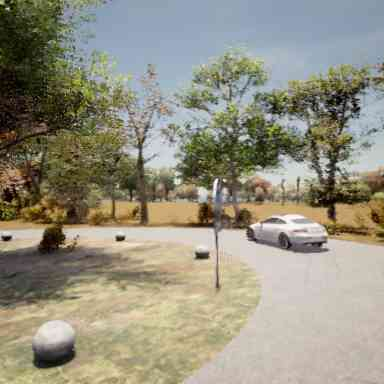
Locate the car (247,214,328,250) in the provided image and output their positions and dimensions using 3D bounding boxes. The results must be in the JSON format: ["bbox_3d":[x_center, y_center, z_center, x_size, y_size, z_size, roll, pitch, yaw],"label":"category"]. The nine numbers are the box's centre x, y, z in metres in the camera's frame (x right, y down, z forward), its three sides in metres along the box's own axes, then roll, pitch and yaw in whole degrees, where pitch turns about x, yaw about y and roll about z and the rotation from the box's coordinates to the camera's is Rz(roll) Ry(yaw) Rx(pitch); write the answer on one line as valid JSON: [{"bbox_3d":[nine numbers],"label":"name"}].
[{"bbox_3d":[4.355,1.789,15.774,1.812,1.442,4.674,0,-1,-19],"label":"car"}]
